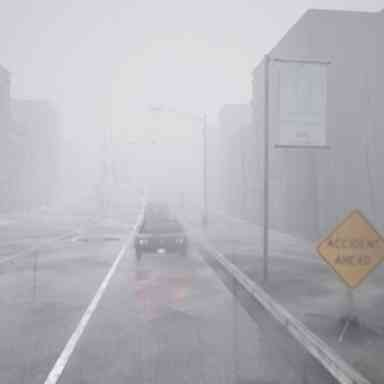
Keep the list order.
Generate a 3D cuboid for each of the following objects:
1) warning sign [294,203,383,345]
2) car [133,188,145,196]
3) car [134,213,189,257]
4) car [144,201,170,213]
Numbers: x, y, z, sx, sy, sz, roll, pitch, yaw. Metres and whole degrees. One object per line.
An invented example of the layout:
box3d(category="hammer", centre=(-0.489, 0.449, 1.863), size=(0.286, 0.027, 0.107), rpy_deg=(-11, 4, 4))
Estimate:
box3d(category="warning sign", centre=(2.451, 1.159, 5.099), size=(1.300, 1.860, 1.060), rpy_deg=(2, 1, -7))
box3d(category="car", centre=(-10.248, -0.069, 64.788), size=(1.837, 1.490, 4.892), rpy_deg=(0, 3, -6))
box3d(category="car", centre=(-1.274, 1.738, 13.530), size=(1.895, 1.301, 4.718), rpy_deg=(0, -1, -6))
box3d(category="car", centre=(-3.006, 1.509, 28.544), size=(2.097, 1.767, 4.553), rpy_deg=(0, 1, -6))
